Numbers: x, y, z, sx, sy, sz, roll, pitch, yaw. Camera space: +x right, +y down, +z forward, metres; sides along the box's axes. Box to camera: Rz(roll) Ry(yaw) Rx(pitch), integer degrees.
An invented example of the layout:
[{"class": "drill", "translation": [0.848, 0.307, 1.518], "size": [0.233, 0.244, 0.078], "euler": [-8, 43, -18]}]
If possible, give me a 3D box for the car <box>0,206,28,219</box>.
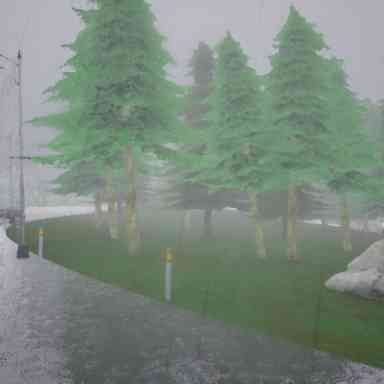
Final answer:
[{"class": "car", "translation": [-22.349, 2.514, 40.637], "size": [2.128, 1.511, 4.902], "euler": [-2, -1, -5]}]
